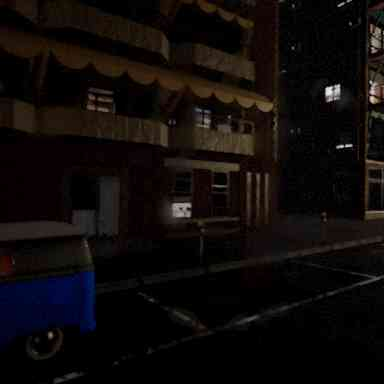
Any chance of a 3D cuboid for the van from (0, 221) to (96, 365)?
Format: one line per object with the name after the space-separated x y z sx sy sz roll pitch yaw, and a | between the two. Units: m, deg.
-3.266 1.343 4.207 3.998 1.788 1.690 0 1 -35 | van
